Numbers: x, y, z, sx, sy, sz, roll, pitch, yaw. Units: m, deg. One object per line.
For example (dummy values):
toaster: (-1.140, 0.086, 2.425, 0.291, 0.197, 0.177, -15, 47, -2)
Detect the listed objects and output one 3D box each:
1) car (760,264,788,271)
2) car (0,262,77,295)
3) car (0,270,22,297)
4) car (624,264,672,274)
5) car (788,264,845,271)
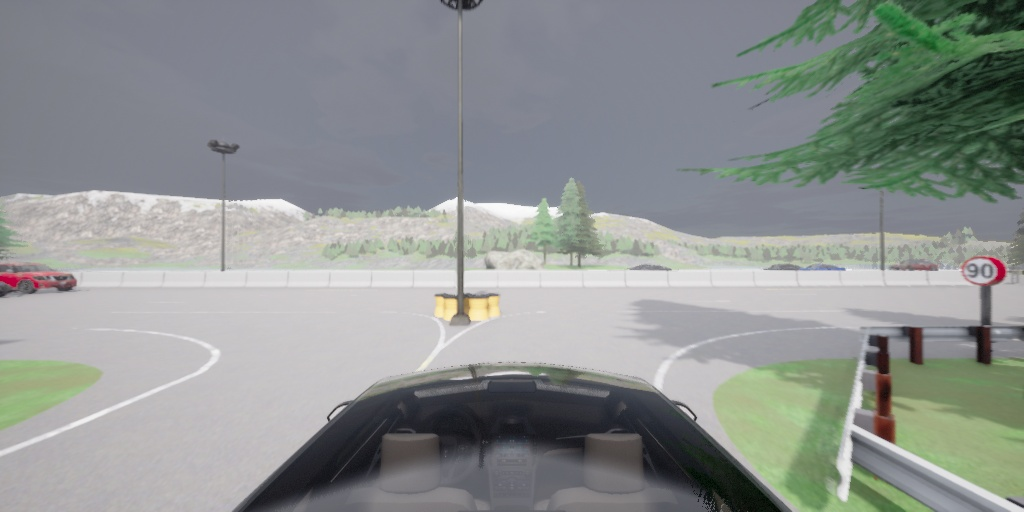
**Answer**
car: (33.462, 1.732, 44.555, 4.892, 1.490, 1.837, 0, -1, 1)
car: (-32.299, 1.432, 23.595, 5.566, 2.045, 2.150, 0, 0, 0)
car: (-31.299, 1.683, 20.090, 4.892, 1.490, 1.837, 0, 0, 0)
car: (15.802, 1.749, 41.137, 4.892, 1.490, 1.837, 0, 0, 0)
car: (35.148, 1.672, 41.048, 5.008, 1.535, 1.882, 0, 0, 1)
